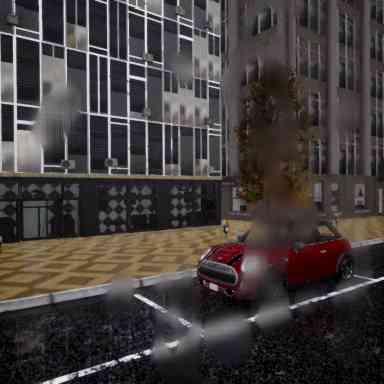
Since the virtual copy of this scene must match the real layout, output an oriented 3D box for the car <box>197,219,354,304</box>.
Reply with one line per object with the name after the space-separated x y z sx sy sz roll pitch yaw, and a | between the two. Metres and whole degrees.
2.067 1.439 8.043 4.097 1.590 1.967 0 -1 -35 | car
